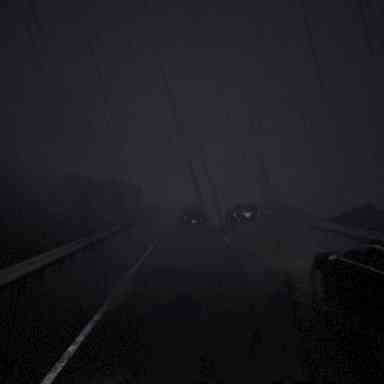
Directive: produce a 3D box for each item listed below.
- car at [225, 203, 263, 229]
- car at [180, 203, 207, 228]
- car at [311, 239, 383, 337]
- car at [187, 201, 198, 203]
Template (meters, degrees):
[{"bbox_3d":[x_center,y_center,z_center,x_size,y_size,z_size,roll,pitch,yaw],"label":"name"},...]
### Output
[{"bbox_3d":[3.603,1.574,23.768,2.097,1.767,4.553,0,-1,0],"label":"car"},{"bbox_3d":[0.101,1.749,23.918,1.812,1.442,4.674,0,0,0],"label":"car"},{"bbox_3d":[3.599,1.545,5.604,2.128,1.511,4.902,0,-1,0],"label":"car"},{"bbox_3d":[0.105,1.891,41.514,1.837,1.490,4.892,0,-1,0],"label":"car"}]
